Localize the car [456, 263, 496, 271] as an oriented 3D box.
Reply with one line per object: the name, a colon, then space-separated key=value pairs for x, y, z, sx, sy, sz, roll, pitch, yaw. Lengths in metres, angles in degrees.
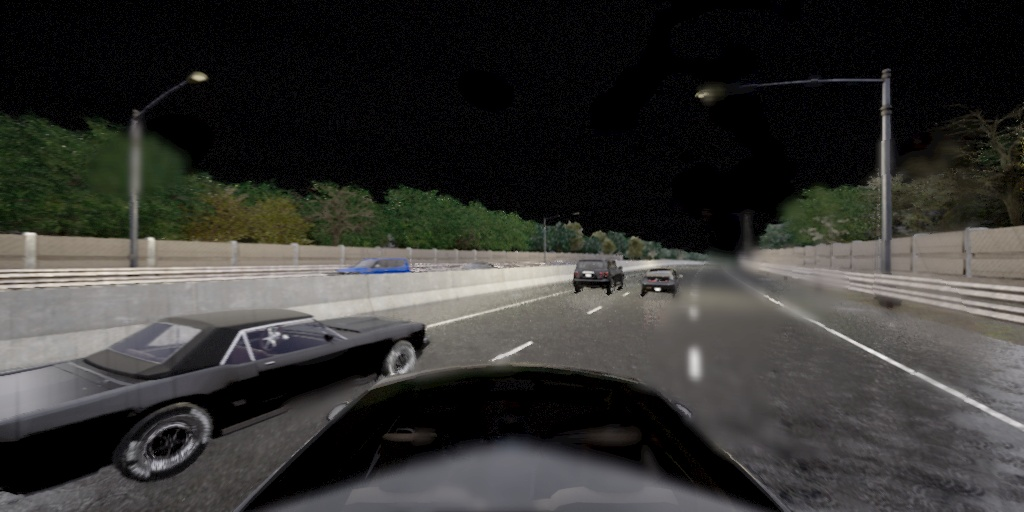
car: x=-2.937 y=1.325 z=29.165 sx=2.097 sy=1.767 sz=4.553 roll=0 pitch=0 yaw=27

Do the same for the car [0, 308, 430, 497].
car: x=-3.256 y=1.366 z=4.823 sx=1.895 sy=1.301 sz=4.718 roll=0 pitch=-1 yaw=26

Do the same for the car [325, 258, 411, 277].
car: x=-9.304 y=1.141 z=24.438 sx=2.150 sy=2.045 sz=5.566 roll=0 pitch=0 yaw=27

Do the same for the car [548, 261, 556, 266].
car: x=8.088 y=1.655 z=64.424 sx=2.128 sy=1.511 sz=4.902 roll=0 pitch=0 yaw=30

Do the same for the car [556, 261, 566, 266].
car: x=9.795 y=1.641 z=60.331 sx=2.128 sy=1.511 sz=4.902 roll=0 pitch=0 yaw=29

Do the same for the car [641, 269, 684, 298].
car: x=8.548 y=1.462 z=20.463 sx=1.837 sy=1.490 sz=4.892 roll=0 pitch=0 yaw=27

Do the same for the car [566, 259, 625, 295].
car: x=5.406 y=1.178 z=22.013 sx=2.150 sy=2.045 sz=5.566 roll=0 pitch=0 yaw=27

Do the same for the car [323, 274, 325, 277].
car: x=-11.823 y=1.530 z=27.203 sx=1.895 sy=1.301 sz=4.718 roll=0 pitch=0 yaw=27
